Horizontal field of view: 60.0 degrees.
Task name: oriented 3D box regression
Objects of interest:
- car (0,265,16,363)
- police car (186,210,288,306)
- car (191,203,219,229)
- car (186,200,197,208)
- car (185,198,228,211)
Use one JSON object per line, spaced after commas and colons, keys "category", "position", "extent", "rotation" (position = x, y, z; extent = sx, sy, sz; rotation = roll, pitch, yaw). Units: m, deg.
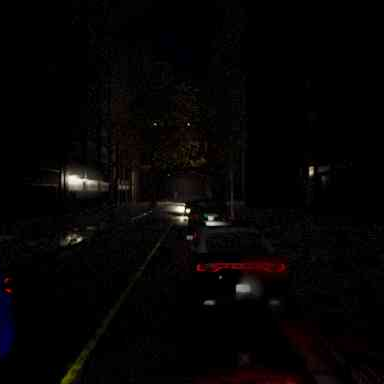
{"category": "car", "position": [-3.001, 1.231, 1.380], "extent": [2.150, 2.045, 5.566], "rotation": [0, 0, 0]}
{"category": "police car", "position": [0.886, 1.486, 8.361], "extent": [1.930, 1.638, 5.238], "rotation": [0, 0, 0]}
{"category": "car", "position": [0.858, 1.636, 24.441], "extent": [1.801, 1.575, 5.366], "rotation": [0, 0, 0]}
{"category": "car", "position": [-0.104, 2.065, 59.659], "extent": [1.895, 1.301, 4.718], "rotation": [0, 0, 0]}
{"category": "car", "position": [0.869, 1.358, 18.283], "extent": [2.150, 2.045, 5.566], "rotation": [0, 0, 0]}
